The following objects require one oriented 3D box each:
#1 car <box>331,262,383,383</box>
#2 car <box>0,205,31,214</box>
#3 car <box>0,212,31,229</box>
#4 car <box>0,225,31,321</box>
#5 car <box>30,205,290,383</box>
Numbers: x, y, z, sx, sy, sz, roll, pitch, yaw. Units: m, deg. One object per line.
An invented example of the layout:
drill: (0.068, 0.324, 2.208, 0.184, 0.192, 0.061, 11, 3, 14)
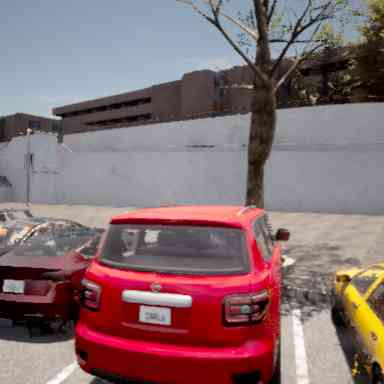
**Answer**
car: (2.866, 1.485, 3.968, 1.946, 1.575, 5.366, 0, -1, 15)
car: (-6.953, 1.347, 10.777, 2.185, 1.767, 4.553, 0, -1, 15)
car: (-4.514, 1.475, 9.012, 2.231, 1.521, 4.892, 1, -1, 15)
car: (-2.071, 1.506, 7.298, 2.163, 1.488, 4.792, 0, -1, 15)
car: (0.379, 1.230, 5.560, 2.435, 2.045, 5.566, 0, -1, 15)
